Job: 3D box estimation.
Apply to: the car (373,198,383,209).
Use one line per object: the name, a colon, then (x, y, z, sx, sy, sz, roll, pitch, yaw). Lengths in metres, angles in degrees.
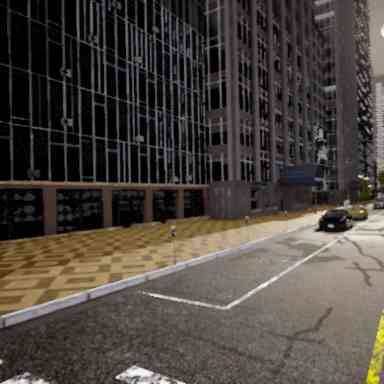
car: (31.957, 2.189, 56.699, 2.008, 1.369, 4.403, -3, -2, 33)

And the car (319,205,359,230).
car: (10.290, 1.877, 23.626, 1.947, 1.339, 4.313, -3, -2, 33)

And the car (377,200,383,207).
car: (38.148, 2.286, 66.148, 2.008, 1.369, 4.403, -3, -2, 33)

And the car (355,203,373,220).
car: (16.387, 1.927, 32.934, 1.752, 1.417, 4.829, -3, -2, 33)
